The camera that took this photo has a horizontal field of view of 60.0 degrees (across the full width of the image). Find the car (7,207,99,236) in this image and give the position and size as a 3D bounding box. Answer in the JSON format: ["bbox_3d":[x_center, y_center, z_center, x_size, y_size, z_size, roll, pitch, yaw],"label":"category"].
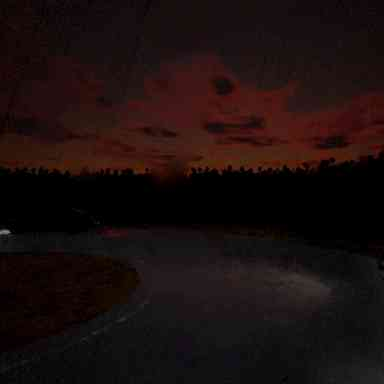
[{"bbox_3d":[-7.469,1.523,18.088,4.674,1.442,1.812,0,-1,-5],"label":"car"}]

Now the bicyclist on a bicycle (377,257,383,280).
[{"bbox_3d":[5.409,1.446,8.267,1.656,1.620,0.582,0,0,-2],"label":"bicyclist on a bicycle"}]
